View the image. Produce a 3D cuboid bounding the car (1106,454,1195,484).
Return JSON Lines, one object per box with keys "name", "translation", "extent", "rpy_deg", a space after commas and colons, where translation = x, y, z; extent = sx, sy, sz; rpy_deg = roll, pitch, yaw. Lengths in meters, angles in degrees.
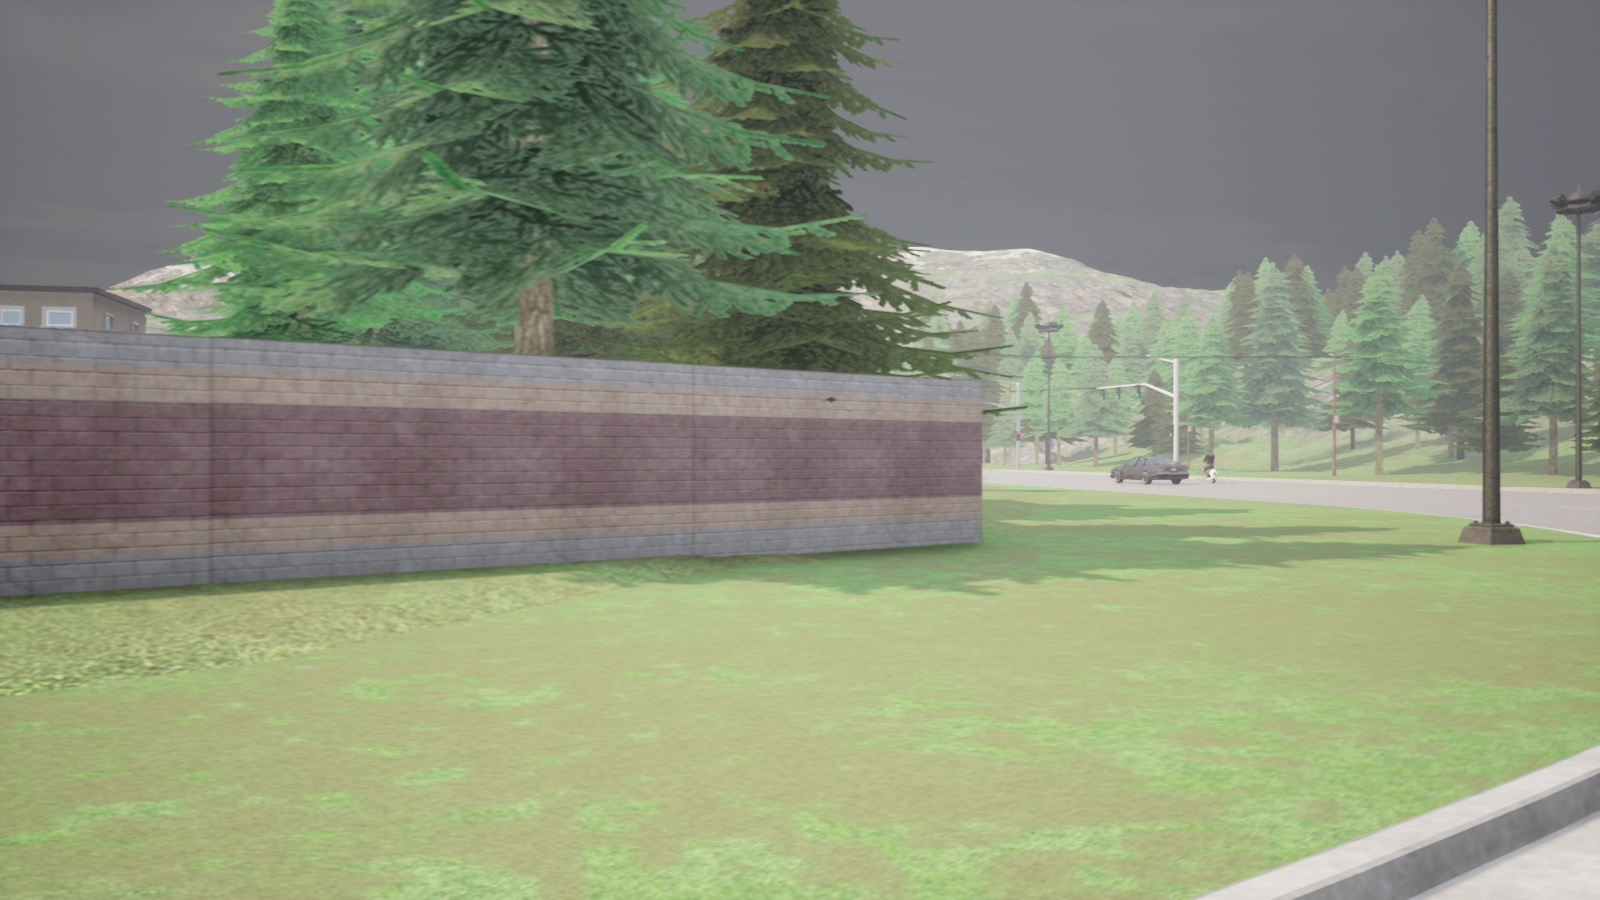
{"name": "car", "translation": [17.455, 0.920, 62.858], "extent": [2.033, 1.411, 5.357], "rpy_deg": [0, 0, -12]}
